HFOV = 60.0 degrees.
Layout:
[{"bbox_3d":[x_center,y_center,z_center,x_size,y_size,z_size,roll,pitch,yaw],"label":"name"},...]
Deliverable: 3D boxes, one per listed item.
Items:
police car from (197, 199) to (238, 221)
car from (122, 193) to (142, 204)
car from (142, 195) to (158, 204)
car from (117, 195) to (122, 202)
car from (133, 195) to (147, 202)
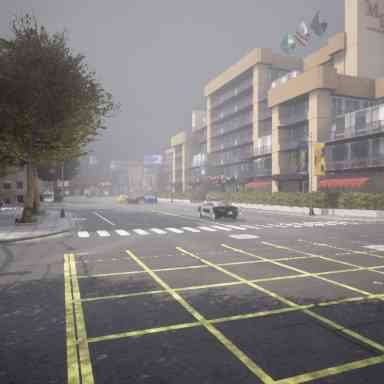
[{"bbox_3d":[2.006,1.425,27.949,1.930,1.638,5.238,0,0,-21],"label":"police car"},{"bbox_3d":[-11.177,1.505,61.714,1.837,1.490,4.892,0,0,-21],"label":"car"},{"bbox_3d":[-7.917,1.478,62.987,1.882,1.535,5.008,0,0,-21],"label":"car"},{"bbox_3d":[-14.500,1.360,70.225,1.882,1.535,5.008,0,0,-21],"label":"car"},{"bbox_3d":[-11.243,1.382,71.504,1.837,1.490,4.892,0,0,-21],"label":"car"}]
